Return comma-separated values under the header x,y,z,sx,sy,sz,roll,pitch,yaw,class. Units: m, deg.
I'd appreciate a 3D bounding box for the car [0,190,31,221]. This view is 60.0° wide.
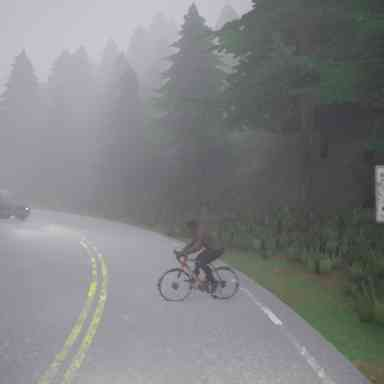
x,y,z,sx,sy,sz,roll,pitch,yaw,class
-10.855,0.792,18.342,4.718,1.301,1.895,5,2,38,car

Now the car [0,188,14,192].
x,y,z,sx,sy,sz,roll,pitch,yaw,class
-14.361,0.386,24.227,4.674,1.442,1.812,4,-1,23,car

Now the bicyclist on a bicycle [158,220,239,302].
x,y,z,sx,sy,sz,roll,pitch,yaw,class
0.146,1.393,6.676,1.656,1.620,0.582,0,0,-9,bicyclist on a bicycle
